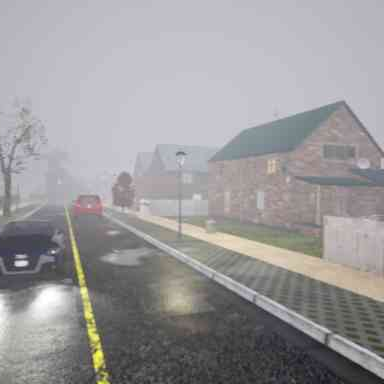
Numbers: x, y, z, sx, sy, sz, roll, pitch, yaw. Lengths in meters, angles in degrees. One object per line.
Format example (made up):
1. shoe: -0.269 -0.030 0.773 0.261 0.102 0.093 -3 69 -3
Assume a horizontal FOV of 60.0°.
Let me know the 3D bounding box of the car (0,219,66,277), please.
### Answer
1. car: -4.809 1.529 9.860 1.994 1.385 4.181 1 0 -21

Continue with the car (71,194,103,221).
1. car: -8.615 1.199 27.446 2.150 2.045 5.566 1 -1 -20
